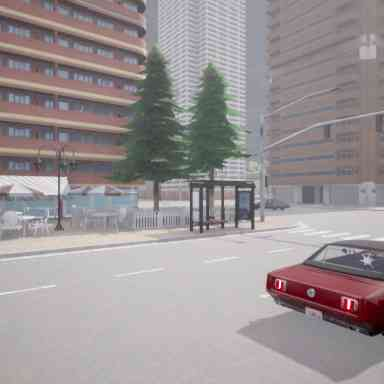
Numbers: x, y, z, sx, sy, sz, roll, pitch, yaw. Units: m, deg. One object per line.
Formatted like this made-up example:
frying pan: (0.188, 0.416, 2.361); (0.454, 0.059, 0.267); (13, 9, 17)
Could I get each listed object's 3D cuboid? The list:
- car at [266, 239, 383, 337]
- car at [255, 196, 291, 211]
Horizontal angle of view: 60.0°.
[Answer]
car: (3.697, 1.601, 6.444); (4.718, 1.301, 1.895); (0, 0, -36)
car: (10.022, 1.603, 42.746); (2.033, 1.411, 5.357); (0, 0, -36)
